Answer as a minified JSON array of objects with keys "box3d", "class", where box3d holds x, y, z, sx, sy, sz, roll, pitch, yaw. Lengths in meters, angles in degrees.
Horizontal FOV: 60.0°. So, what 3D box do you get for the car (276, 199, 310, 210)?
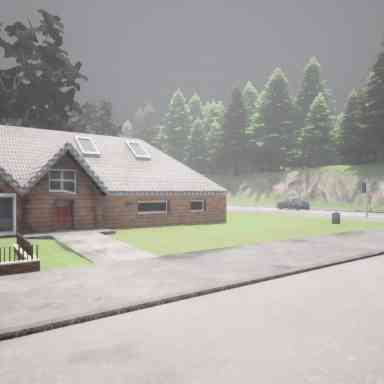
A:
[{"box3d":[12.794,1.564,42.282,1.994,1.385,4.181,0,0,-35],"class":"car"}]
